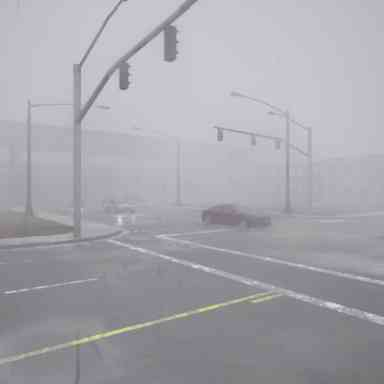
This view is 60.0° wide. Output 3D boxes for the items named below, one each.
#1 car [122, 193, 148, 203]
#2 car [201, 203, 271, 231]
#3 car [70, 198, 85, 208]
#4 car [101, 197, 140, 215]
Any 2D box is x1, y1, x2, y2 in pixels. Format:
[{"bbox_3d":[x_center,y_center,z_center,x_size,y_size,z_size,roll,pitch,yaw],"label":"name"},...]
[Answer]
[{"bbox_3d":[-12.256,1.223,69.394,2.150,2.045,5.566,0,0,30],"label":"car"},{"bbox_3d":[2.697,1.477,21.126,1.882,1.535,5.008,0,0,-40],"label":"car"},{"bbox_3d":[-16.687,1.548,48.495,2.033,1.411,5.357,0,0,-20],"label":"car"},{"bbox_3d":[-7.575,1.525,34.708,1.812,1.442,4.674,0,0,-36],"label":"car"}]
